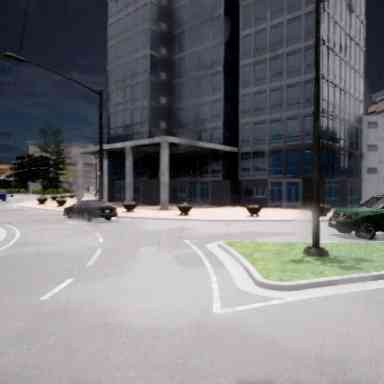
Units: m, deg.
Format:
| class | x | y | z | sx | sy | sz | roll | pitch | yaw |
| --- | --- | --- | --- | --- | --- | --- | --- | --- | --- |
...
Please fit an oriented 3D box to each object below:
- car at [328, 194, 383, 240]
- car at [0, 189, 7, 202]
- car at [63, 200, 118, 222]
| class | x | y | z | sx | sy | sz | roll | pitch | yaw |
| --- | --- | --- | --- | --- | --- | --- | --- | --- | --- |
| car | 9.536 | 1.126 | 15.881 | 5.566 | 2.045 | 2.150 | 1 | 1 | -1 |
| car | -30.874 | 0.573 | 51.818 | 2.150 | 2.045 | 5.566 | 0 | 1 | -7 |
| car | -7.327 | 1.287 | 23.777 | 2.033 | 1.411 | 5.357 | 0 | 1 | -44 |
